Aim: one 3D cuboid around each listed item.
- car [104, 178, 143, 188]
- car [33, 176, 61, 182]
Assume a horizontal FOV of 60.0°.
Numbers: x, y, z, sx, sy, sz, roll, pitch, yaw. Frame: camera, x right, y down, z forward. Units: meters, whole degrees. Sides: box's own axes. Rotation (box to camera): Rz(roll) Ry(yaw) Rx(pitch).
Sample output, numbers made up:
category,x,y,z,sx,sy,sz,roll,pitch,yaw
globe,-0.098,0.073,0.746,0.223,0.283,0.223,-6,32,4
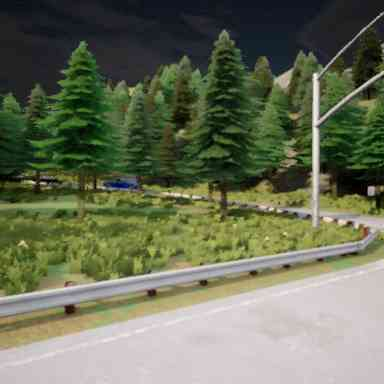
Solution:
category,x,y,z,sx,sy,sz,roll,pitch,yaw
car,-9.436,-0.988,45.739,5.566,2.045,2.150,6,0,8
car,-21.899,-1.806,50.049,4.718,1.301,1.895,6,3,32
